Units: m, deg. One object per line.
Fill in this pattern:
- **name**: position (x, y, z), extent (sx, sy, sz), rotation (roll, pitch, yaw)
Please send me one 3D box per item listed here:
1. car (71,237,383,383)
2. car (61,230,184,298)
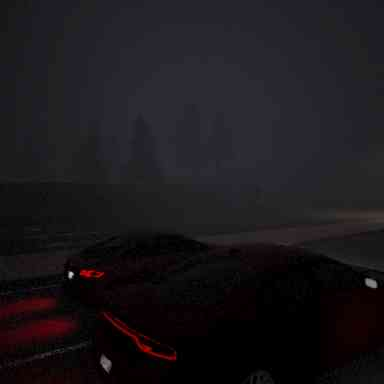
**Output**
- **car**: position (1.195, 1.478, 4.602), extent (5.008, 1.535, 1.882), rotation (0, 0, -35)
- **car**: position (-0.700, 1.564, 7.550), extent (4.181, 1.385, 1.994), rotation (0, 0, -35)
